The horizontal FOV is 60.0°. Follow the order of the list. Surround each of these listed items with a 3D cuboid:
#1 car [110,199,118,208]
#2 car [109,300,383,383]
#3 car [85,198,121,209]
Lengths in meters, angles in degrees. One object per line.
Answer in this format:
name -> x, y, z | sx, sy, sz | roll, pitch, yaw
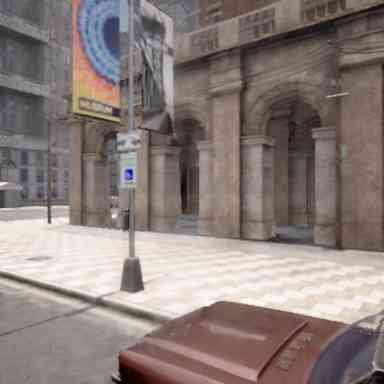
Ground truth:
car -> -11.452, 1.779, 48.125 | 1.895, 1.301, 4.718 | 0, 0, 36
car -> 1.578, 1.595, 2.436 | 4.718, 1.301, 1.895 | 0, 0, 35
car -> -13.597, 1.742, 51.121 | 2.033, 1.411, 5.357 | 0, 0, 36
